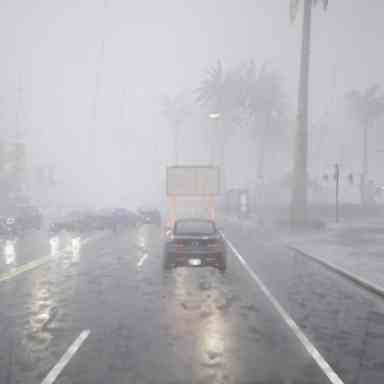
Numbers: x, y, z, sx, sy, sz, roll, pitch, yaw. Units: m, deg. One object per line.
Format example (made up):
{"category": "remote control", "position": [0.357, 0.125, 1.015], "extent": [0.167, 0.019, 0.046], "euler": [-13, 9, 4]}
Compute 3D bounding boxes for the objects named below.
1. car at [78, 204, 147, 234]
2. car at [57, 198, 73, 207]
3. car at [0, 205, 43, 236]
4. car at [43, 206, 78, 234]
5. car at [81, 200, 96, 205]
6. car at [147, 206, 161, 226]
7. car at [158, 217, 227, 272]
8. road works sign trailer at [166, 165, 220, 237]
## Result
{"category": "car", "position": [-4.924, 1.735, 21.427], "extent": [1.882, 1.535, 5.008], "euler": [-1, -1, 14]}
{"category": "car", "position": [-22.981, 2.228, 60.098], "extent": [1.837, 1.490, 4.892], "euler": [1, -1, -36]}
{"category": "car", "position": [-10.701, 1.593, 19.949], "extent": [2.097, 1.767, 4.553], "euler": [0, -1, -1]}
{"category": "car", "position": [-7.197, 1.807, 21.364], "extent": [2.033, 1.411, 5.357], "euler": [0, -1, 1]}
{"category": "car", "position": [-18.636, 2.229, 59.993], "extent": [1.837, 1.490, 4.892], "euler": [1, -1, -32]}
{"category": "car", "position": [-3.558, 1.794, 26.090], "extent": [1.882, 1.535, 5.008], "euler": [1, -1, -11]}
{"category": "car", "position": [0.091, 1.625, 11.262], "extent": [1.837, 1.490, 4.892], "euler": [0, 0, 0]}
{"category": "road works sign trailer", "position": [0.038, 0.581, 15.087], "extent": [2.380, 3.560, 2.880], "euler": [0, 2, -1]}
